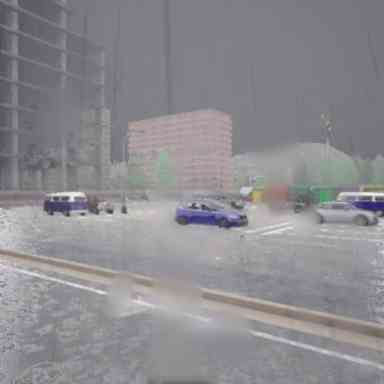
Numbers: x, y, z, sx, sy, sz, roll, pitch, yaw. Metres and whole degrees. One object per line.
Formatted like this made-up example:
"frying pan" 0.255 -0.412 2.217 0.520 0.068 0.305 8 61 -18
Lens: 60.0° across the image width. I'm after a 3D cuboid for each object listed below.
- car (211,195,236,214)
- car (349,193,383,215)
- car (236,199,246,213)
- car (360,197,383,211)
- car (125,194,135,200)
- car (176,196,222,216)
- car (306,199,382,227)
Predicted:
"car" 2.436 1.377 37.048 3.905 1.438 1.784 0 0 36
"car" 19.431 1.153 34.975 4.605 1.855 1.932 0 0 36
"car" 3.961 1.166 39.256 4.605 1.855 1.932 0 0 36
"car" 21.174 1.363 37.289 3.905 1.438 1.784 0 0 36
"car" -17.503 1.337 91.078 1.851 1.617 3.988 0 0 36
"car" 0.746 1.409 34.697 3.806 1.475 1.970 0 0 36
"car" 9.644 1.397 21.200 3.806 1.475 1.970 0 0 36
